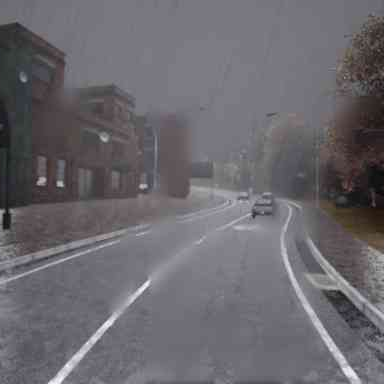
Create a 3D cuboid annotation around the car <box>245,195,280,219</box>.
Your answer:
[{"bbox_3d":[5.904,1.269,26.501,2.128,1.511,4.902,0,1,19],"label":"car"}]

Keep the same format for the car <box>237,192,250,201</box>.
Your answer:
[{"bbox_3d":[8.747,0.669,56.751,1.882,1.535,5.008,0,2,4],"label":"car"}]

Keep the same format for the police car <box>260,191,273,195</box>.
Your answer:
[{"bbox_3d":[12.257,0.693,54.190,1.930,1.638,5.238,0,1,6],"label":"police car"}]
